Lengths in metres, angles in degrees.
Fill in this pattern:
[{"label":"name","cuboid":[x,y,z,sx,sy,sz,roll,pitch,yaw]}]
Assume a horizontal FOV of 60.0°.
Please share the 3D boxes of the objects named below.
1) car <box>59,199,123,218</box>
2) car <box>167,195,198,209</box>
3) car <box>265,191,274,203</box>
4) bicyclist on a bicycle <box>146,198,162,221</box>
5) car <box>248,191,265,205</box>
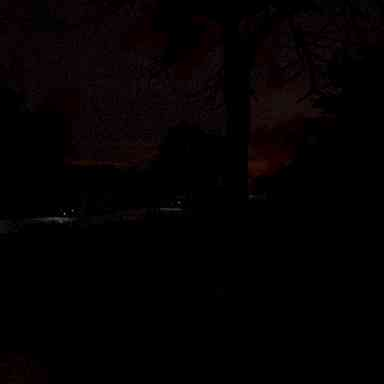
[{"label":"car","cuboid":[-8.240,1.273,27.767,2.033,1.411,5.357,2,2,36]},{"label":"car","cuboid":[-0.979,1.093,38.661,1.812,1.442,4.674,1,1,31]},{"label":"car","cuboid":[13.143,0.943,58.881,2.150,2.045,5.566,1,0,22]},{"label":"bicyclist on a bicycle","cuboid":[-2.791,1.285,24.299,1.656,1.620,0.582,0,0,36]},{"label":"car","cuboid":[8.595,0.836,49.232,2.150,2.045,5.566,1,0,27]}]
